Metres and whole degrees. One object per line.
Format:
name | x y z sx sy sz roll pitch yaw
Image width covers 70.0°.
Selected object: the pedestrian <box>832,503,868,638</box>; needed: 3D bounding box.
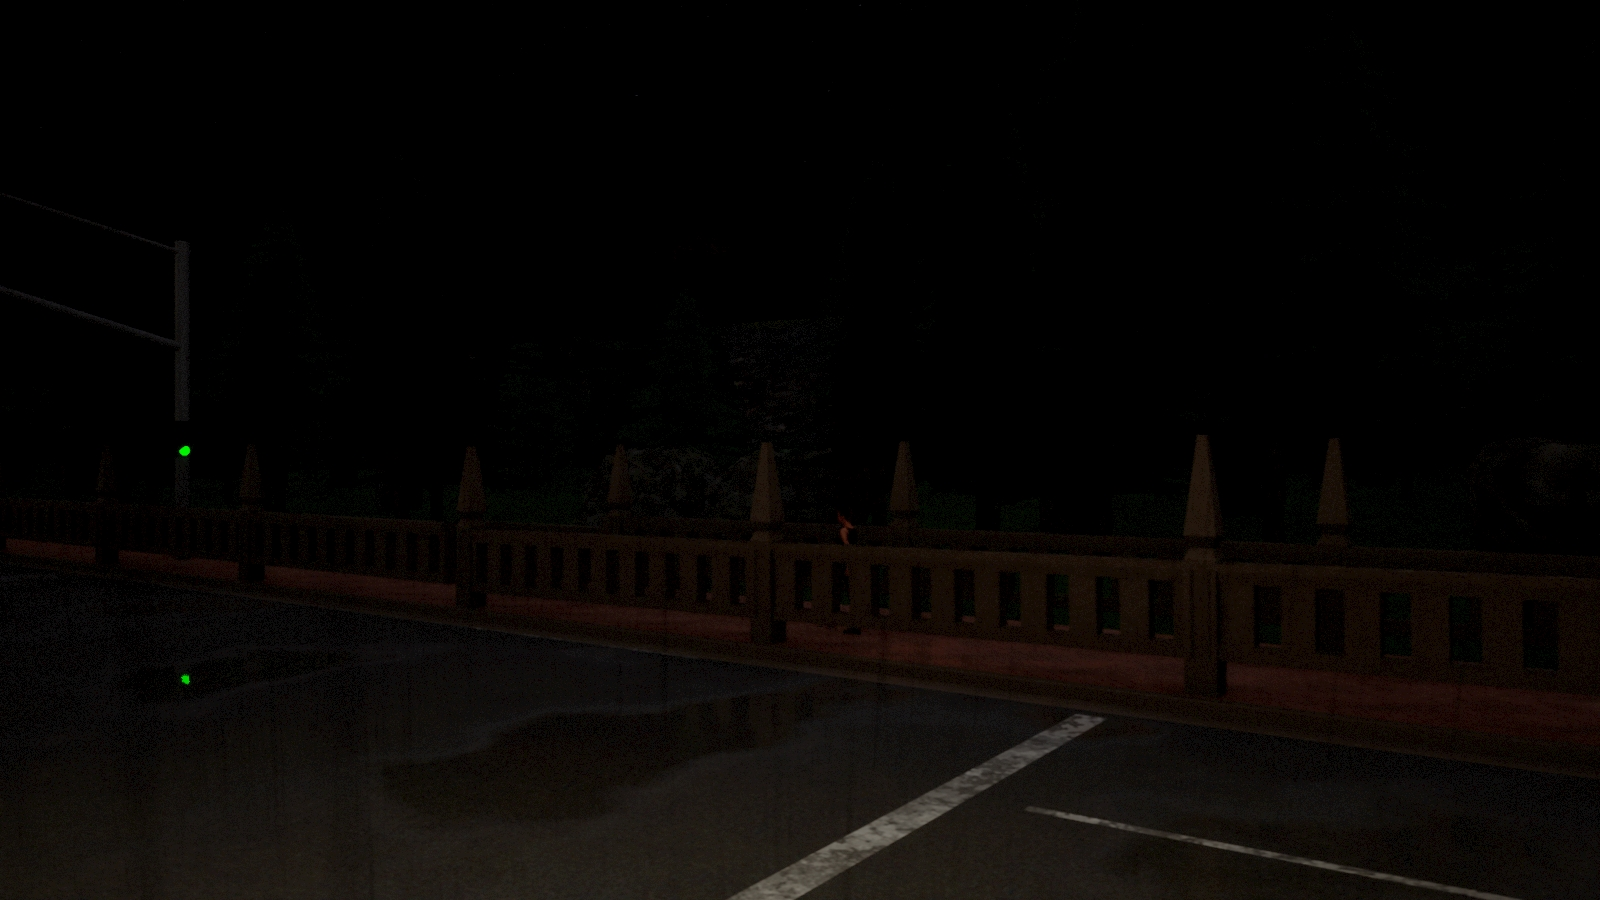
pedestrian | 0.714 1.700 16.286 0.375 1.860 0.375 0 0 35
